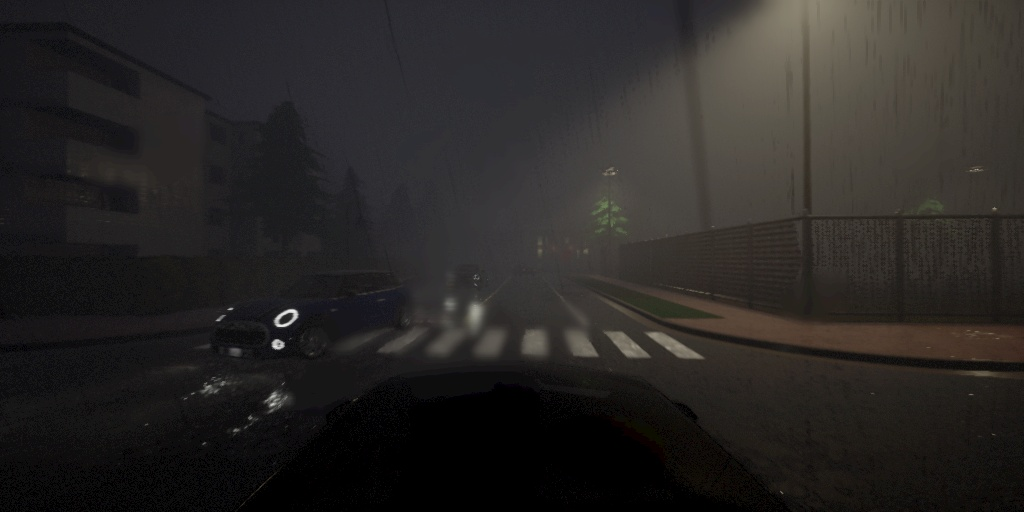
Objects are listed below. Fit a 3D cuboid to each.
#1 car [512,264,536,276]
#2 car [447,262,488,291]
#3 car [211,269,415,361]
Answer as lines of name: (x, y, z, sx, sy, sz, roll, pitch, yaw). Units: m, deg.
car: (1.388, 1.648, 43.200, 2.033, 1.411, 5.357, 0, 0, -13)
car: (-2.798, 1.274, 23.419, 2.097, 1.767, 4.553, 0, -1, 3)
car: (-4.332, 1.150, 8.631, 2.097, 1.767, 4.553, 0, 0, 18)
